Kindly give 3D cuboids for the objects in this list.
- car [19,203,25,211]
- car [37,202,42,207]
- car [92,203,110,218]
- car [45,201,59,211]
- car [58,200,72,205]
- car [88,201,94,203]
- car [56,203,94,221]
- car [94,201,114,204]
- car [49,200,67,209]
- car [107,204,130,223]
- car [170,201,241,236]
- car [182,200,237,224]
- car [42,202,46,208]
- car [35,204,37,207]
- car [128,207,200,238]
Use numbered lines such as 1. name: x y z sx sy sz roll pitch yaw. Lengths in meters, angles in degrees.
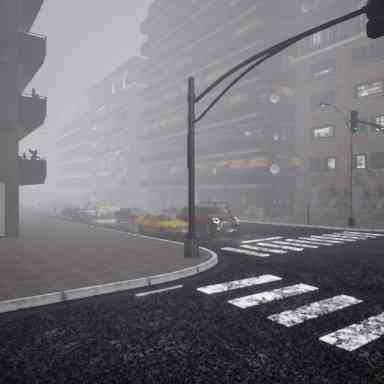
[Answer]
1. car: -31.946 2.769 61.283 1.887 1.381 4.507 -1 0 -36
2. car: -35.236 3.049 79.980 1.887 1.381 4.507 -1 0 -36
3. car: -11.190 2.255 37.220 1.895 1.301 4.718 0 -1 -36
4. car: -25.285 2.755 61.994 1.895 1.301 4.718 0 -1 -36
5. car: -19.605 2.530 54.197 2.033 1.411 5.357 0 -1 -36
6. car: -16.464 2.307 55.000 2.097 1.767 4.553 0 -1 -36
7. car: -11.940 2.163 33.814 1.887 1.381 4.507 -1 0 -36
8. car: -12.441 2.290 49.539 1.801 1.575 5.366 0 -1 -36
9. car: -28.574 2.623 70.824 2.192 1.841 5.009 -1 0 -36
10. car: -5.141 2.017 28.901 2.033 1.411 5.357 0 -1 -36
11. car: 0.891 1.635 20.630 2.097 1.767 4.553 0 -1 -36
12. car: 1.433 1.713 29.622 2.192 1.841 5.009 -1 0 -36
13. car: -31.901 2.972 75.401 1.947 1.339 4.313 -1 0 -36
14. car: -38.565 3.168 84.561 1.947 1.339 4.313 -1 0 -36
15. car: -1.837 1.833 19.942 1.752 1.417 4.829 -1 0 -36
